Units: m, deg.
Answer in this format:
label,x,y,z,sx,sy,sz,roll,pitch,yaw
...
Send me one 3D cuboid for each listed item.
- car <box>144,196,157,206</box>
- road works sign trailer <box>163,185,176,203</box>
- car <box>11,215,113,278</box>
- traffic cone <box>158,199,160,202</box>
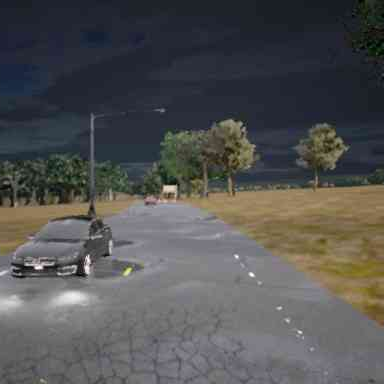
label,x,y,z,sx,sy,sz,roll,pitch,yaw
car,-6.632,1.463,53.589,1.882,1.535,5.008,0,0,-6
road works sign trailer,-4.444,0.414,65.176,2.380,3.560,2.880,0,0,-8
car,-3.758,1.556,10.452,1.837,1.490,4.892,0,0,-1
traffic cone,-6.933,1.926,71.886,0.340,0.580,0.340,0,0,-8
